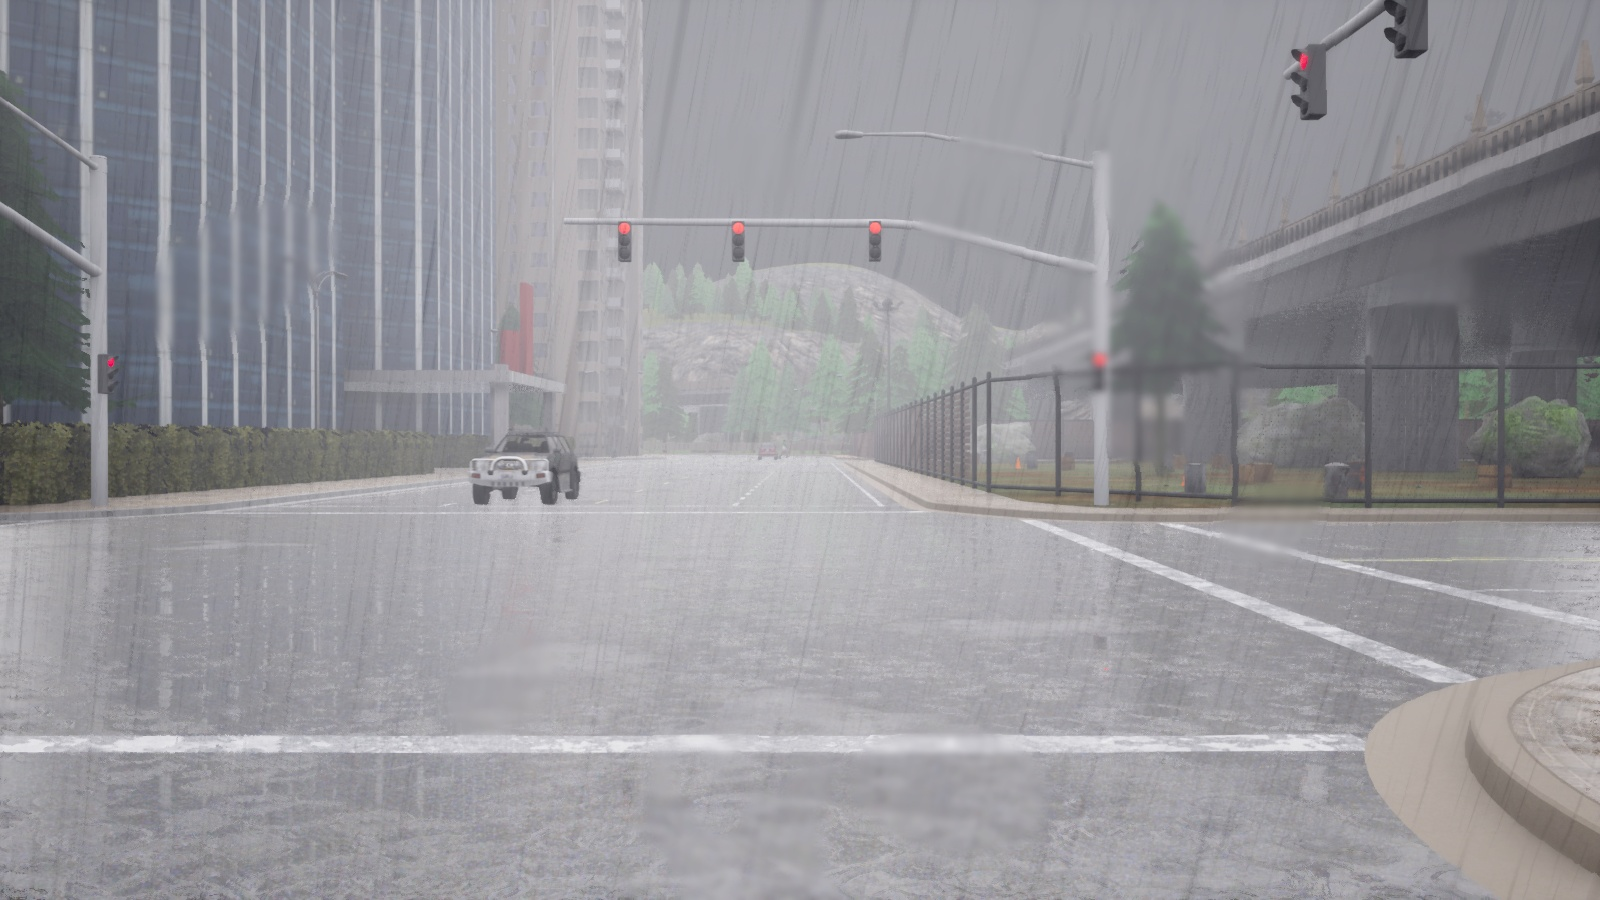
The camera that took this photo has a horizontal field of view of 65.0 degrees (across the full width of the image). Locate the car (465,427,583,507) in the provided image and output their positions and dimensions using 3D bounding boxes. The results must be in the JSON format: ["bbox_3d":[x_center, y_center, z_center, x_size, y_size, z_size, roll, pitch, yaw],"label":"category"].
[{"bbox_3d":[-6.802,0.380,31.434,1.932,1.855,4.605,0,0,0],"label":"car"}]
